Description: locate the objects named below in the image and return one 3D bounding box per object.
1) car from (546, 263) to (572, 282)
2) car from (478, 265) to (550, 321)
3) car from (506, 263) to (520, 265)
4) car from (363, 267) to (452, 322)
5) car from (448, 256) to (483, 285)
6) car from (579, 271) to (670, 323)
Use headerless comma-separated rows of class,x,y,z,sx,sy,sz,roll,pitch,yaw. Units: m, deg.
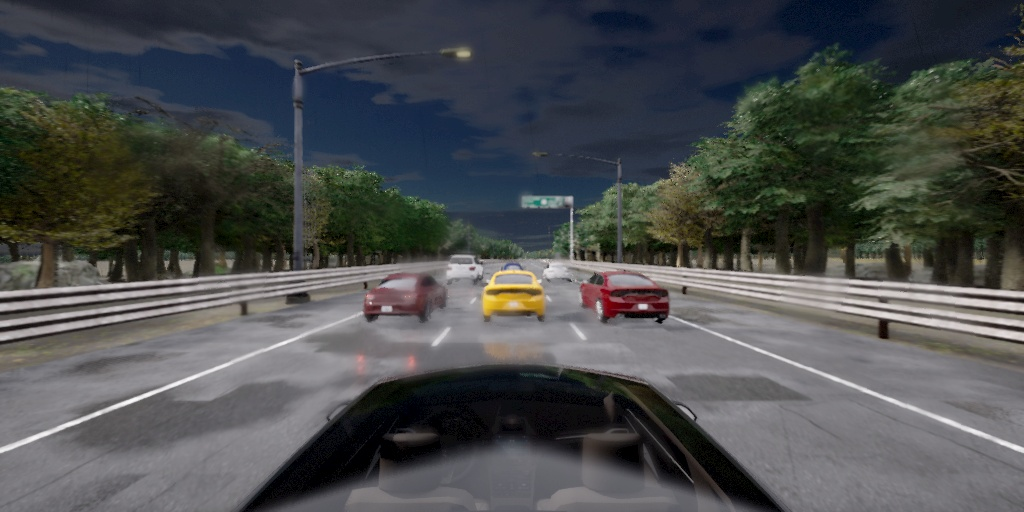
car,3.583,1.310,28.888,1.812,1.442,4.674,0,0,0
car,0.070,1.238,12.580,1.882,1.535,5.008,0,0,0
car,0.082,1.310,28.818,1.812,1.442,4.674,0,0,0
car,-3.433,1.285,12.182,1.812,1.442,4.674,0,0,0
car,-3.428,1.005,26.824,2.150,2.045,5.566,0,0,1
car,3.570,1.238,12.244,1.882,1.535,5.008,0,0,0
